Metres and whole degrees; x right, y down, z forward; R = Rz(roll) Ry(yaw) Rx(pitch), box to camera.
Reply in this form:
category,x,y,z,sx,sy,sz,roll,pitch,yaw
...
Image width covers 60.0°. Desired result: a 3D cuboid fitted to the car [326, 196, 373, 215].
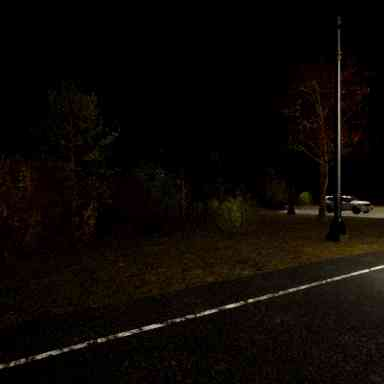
category,x,y,z,sx,sy,sz,roll,pitch,yaw
car,18.055,1.474,38.843,2.150,2.045,5.566,-2,0,-32

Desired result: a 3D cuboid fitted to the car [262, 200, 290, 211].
category,x,y,z,sx,sy,sz,roll,pitch,yaw
car,12.335,1.892,48.537,1.837,1.490,4.892,-2,0,-31
